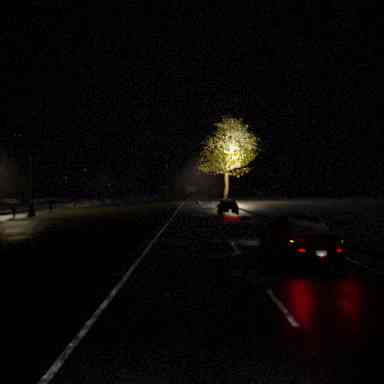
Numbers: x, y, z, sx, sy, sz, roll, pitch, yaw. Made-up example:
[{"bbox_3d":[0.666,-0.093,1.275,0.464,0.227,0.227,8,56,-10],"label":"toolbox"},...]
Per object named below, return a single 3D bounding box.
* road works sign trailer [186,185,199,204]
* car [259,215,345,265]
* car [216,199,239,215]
[{"bbox_3d":[0.002,0.481,64.492,2.380,3.560,2.880,0,0,0],"label":"road works sign trailer"},{"bbox_3d":[3.596,1.526,11.517,1.812,1.442,4.674,0,0,0],"label":"car"},{"bbox_3d":[3.600,1.507,33.876,1.837,1.490,4.892,0,0,0],"label":"car"}]
